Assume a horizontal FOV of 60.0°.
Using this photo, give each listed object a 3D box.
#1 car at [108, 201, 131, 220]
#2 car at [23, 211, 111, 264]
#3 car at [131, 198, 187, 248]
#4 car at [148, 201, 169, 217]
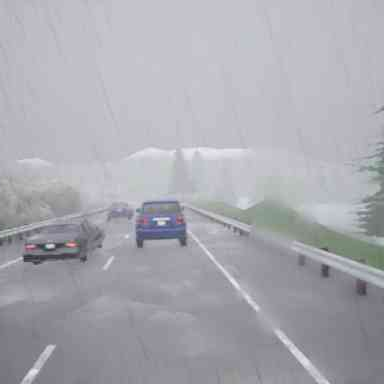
[{"bbox_3d":[-6.642,1.677,31.417,2.097,1.767,4.553,-2,0,-6],"label":"car"},{"bbox_3d":[-4.629,1.740,12.751,2.033,1.411,5.357,-2,0,-6],"label":"car"},{"bbox_3d":[-1.480,1.329,15.822,2.150,2.045,5.566,-2,0,-6],"label":"car"},{"bbox_3d":[-3.628,1.797,36.116,2.033,1.411,5.357,-2,0,-6],"label":"car"}]
